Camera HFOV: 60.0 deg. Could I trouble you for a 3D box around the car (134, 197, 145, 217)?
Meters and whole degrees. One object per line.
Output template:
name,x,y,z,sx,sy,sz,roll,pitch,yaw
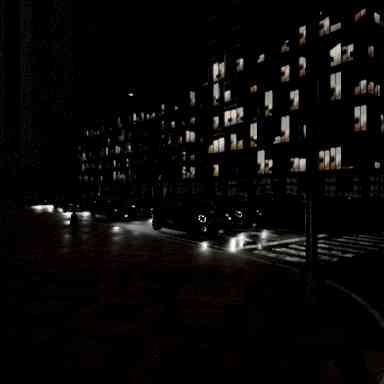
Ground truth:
car,-3.986,1.131,26.646,2.033,1.411,5.357,0,1,-38

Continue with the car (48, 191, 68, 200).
car,-22.592,0.546,55.880,1.895,1.301,4.718,0,1,-38

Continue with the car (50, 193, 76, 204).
car,-16.698,0.805,42.884,1.895,1.301,4.718,0,1,-38

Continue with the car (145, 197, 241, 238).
car,-0.095,1.128,16.481,2.097,1.767,4.553,0,1,-38

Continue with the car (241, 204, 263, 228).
car,1.891,1.109,19.212,2.097,1.767,4.553,0,1,-38

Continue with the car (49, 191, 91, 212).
car,-11.398,0.946,30.808,1.837,1.490,4.892,0,1,-38

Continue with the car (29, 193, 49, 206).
car,-17.599,0.820,38.745,1.994,1.385,4.181,0,1,-37

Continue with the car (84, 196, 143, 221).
car,-5.673,1.212,23.539,1.895,1.301,4.718,0,1,-38
